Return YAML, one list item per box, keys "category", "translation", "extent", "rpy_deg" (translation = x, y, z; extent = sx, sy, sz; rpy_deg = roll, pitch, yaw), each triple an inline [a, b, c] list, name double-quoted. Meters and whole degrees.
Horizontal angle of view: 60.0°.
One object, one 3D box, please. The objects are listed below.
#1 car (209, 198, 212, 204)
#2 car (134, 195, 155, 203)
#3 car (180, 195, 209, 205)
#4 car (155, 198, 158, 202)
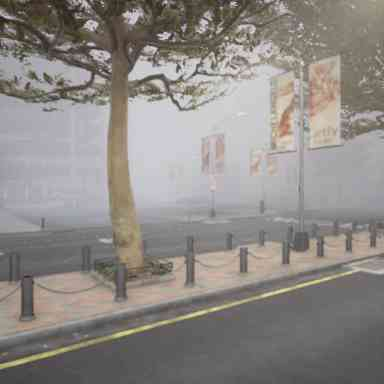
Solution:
- category: "car"
  translation: [1.855, 1.366, 59.891]
  extent: [1.882, 1.535, 5.008]
  rpy_deg: [0, 0, -35]
- category: "car"
  translation: [-10.456, 1.501, 68.403]
  extent: [4.718, 1.301, 1.895]
  rpy_deg: [0, 0, 37]
- category: "car"
  translation: [-0.031, 1.447, 56.509]
  extent: [2.033, 1.411, 5.357]
  rpy_deg: [0, 0, -35]
- category: "car"
  translation: [-9.501, 1.420, 72.006]
  extent: [4.674, 1.442, 1.812]
  rpy_deg: [0, 0, 37]
